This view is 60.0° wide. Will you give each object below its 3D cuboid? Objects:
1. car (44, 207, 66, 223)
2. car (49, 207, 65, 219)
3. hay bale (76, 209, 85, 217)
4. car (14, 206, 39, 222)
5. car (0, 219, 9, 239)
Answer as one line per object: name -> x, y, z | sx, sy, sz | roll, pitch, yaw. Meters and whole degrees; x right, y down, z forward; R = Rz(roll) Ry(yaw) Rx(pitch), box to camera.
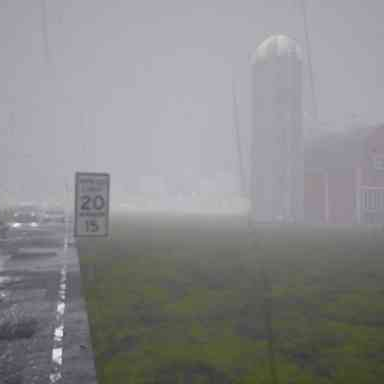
car -> -15.084, 2.652, 36.482 | 1.895, 1.301, 4.718 | 1, -2, -20
car -> -18.801, 2.841, 46.408 | 1.837, 1.490, 4.892 | 1, -2, -20
hay bale -> -17.112, 3.160, 50.828 | 1.220, 1.180, 1.240 | 2, -2, -20
car -> -18.129, 2.364, 36.568 | 2.097, 1.767, 4.553 | 1, -2, -20
car -> -11.374, 2.080, 18.125 | 1.895, 1.301, 4.718 | 1, -2, -20
